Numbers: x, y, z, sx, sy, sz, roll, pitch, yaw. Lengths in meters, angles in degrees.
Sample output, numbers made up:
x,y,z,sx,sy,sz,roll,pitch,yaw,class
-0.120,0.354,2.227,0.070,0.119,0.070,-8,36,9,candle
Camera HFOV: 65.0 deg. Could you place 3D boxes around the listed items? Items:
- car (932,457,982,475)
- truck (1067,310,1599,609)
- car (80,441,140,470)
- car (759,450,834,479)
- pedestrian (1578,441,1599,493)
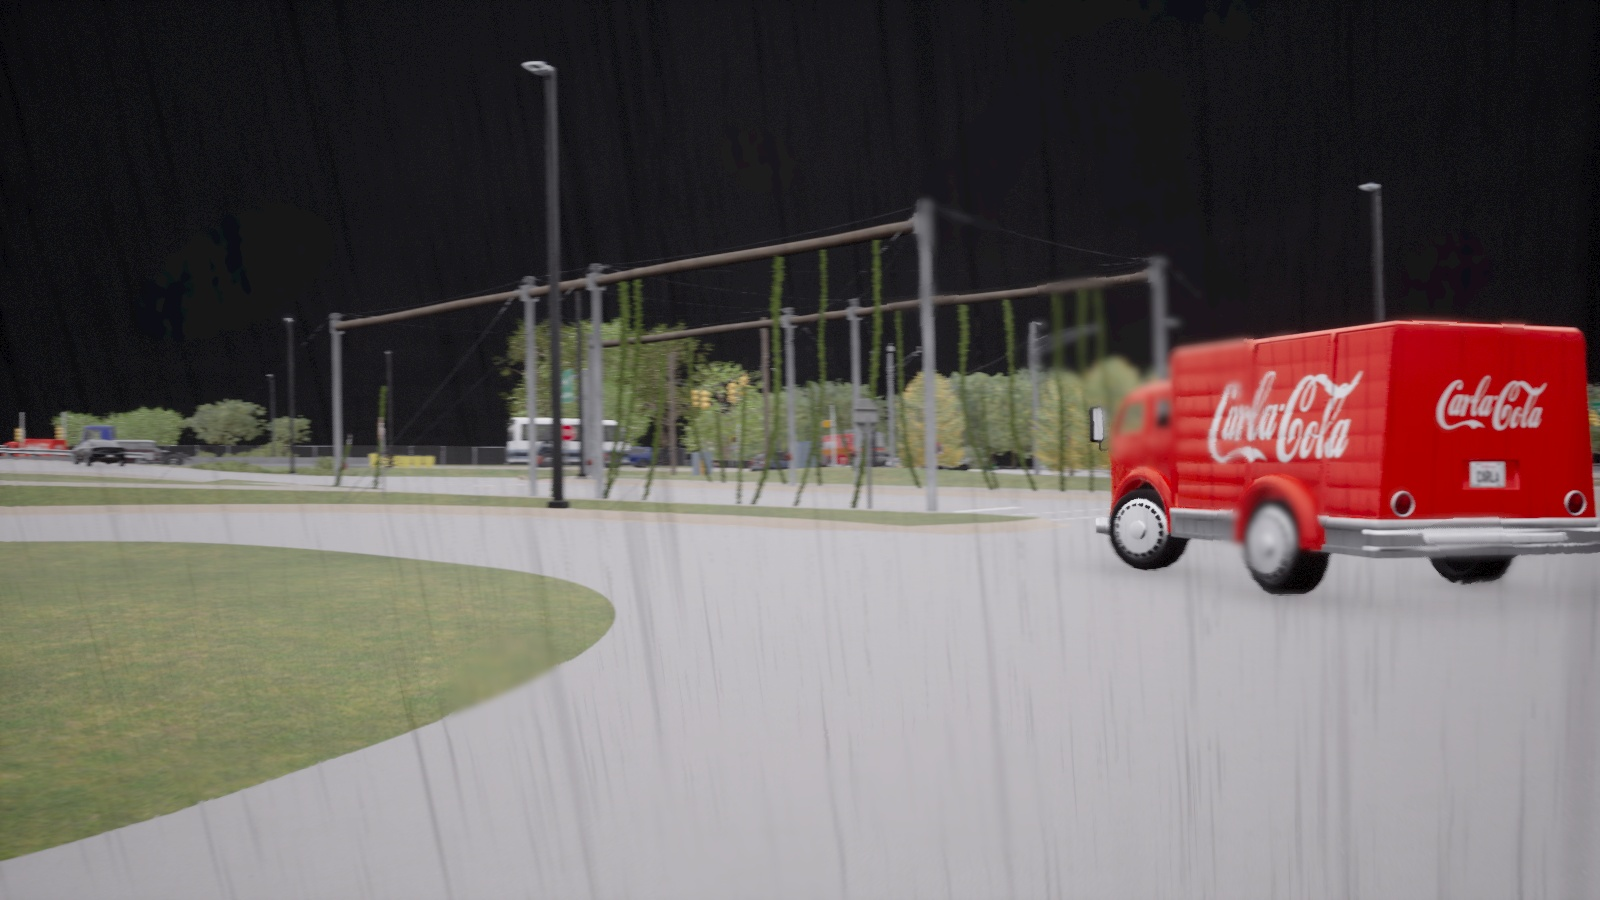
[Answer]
x,y,z,sx,sy,sz,roll,pitch,yaw,class
12.206,1.257,98.025,1.895,1.301,4.718,0,-1,-21,car
5.250,0.111,13.238,2.627,2.467,5.204,0,-1,-16,truck
-39.627,0.284,72.083,1.882,1.535,5.008,1,1,-42,car
-0.184,0.865,73.400,3.988,1.617,1.851,0,-1,-24,car
28.664,0.617,45.485,0.354,1.836,0.706,-1,-1,-26,pedestrian
